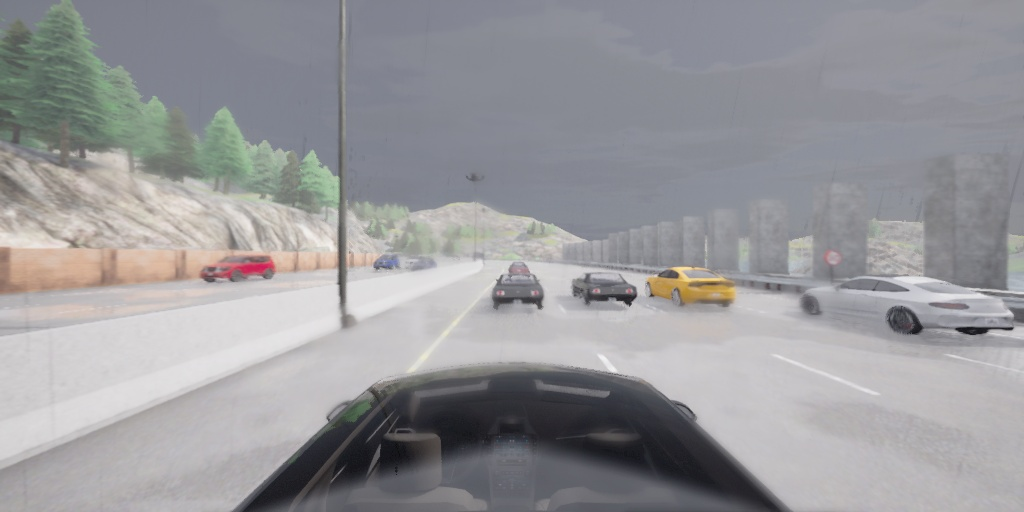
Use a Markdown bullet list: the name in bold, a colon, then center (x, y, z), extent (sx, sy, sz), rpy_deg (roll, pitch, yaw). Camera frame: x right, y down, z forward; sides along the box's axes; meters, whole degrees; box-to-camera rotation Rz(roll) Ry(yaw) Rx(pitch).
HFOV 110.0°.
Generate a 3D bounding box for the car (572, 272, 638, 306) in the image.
- **car**: center (3.777, 1.330, 15.547), extent (1.895, 1.301, 4.718), rpy_deg (0, 0, 1)

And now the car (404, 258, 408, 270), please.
- **car**: center (-13.587, 0.878, 51.070), extent (2.150, 2.045, 5.566), rpy_deg (0, 0, 0)

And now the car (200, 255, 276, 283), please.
- **car**: center (-20.686, 0.919, 27.465), extent (2.150, 2.045, 5.566), rpy_deg (0, 0, 1)

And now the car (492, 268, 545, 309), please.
- **car**: center (0.258, 1.329, 14.715), extent (1.895, 1.301, 4.718), rpy_deg (0, 0, 1)

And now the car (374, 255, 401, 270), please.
- **car**: center (-17.070, 0.879, 49.335), extent (2.150, 2.045, 5.566), rpy_deg (0, 0, 0)

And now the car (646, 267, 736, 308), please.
- **car**: center (7.271, 1.209, 15.167), extent (1.882, 1.535, 5.008), rpy_deg (0, 0, 1)

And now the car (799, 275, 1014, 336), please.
- **car**: center (10.686, 1.267, 10.262), extent (1.812, 1.442, 4.674), rpy_deg (0, 0, 1)

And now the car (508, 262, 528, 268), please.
- **car**: center (0.617, 1.260, 34.168), extent (1.994, 1.385, 4.181), rpy_deg (0, 0, 1)

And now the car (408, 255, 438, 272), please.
- **car**: center (-10.028, 1.029, 41.510), extent (2.097, 1.767, 4.553), rpy_deg (0, 0, 0)
